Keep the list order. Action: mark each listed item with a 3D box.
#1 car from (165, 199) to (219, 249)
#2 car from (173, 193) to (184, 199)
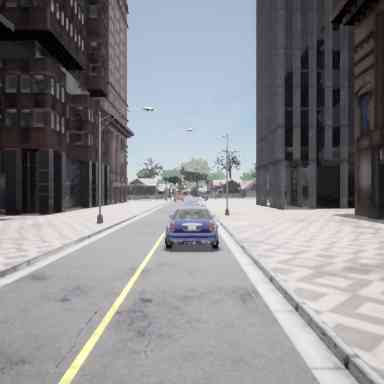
[{"bbox_3d":[0.001,1.362,14.620,2.097,1.767,4.553,0,0,0],"label":"car"},{"bbox_3d":[-2.999,1.213,75.912,2.150,2.045,5.566,0,0,0],"label":"car"}]
